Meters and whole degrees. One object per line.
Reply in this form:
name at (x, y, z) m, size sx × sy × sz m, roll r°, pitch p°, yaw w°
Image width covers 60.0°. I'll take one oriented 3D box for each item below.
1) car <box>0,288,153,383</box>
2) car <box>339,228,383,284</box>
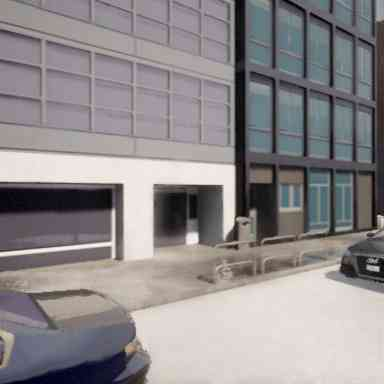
car at (-2.976, 1.551, 2.475) m, size 5.357 × 1.411 × 2.033 m, roll 0°, pitch 0°, yaw -36°
car at (5.757, 1.561, 8.736) m, size 4.181 × 1.385 × 1.994 m, roll 0°, pitch 0°, yaw -35°
